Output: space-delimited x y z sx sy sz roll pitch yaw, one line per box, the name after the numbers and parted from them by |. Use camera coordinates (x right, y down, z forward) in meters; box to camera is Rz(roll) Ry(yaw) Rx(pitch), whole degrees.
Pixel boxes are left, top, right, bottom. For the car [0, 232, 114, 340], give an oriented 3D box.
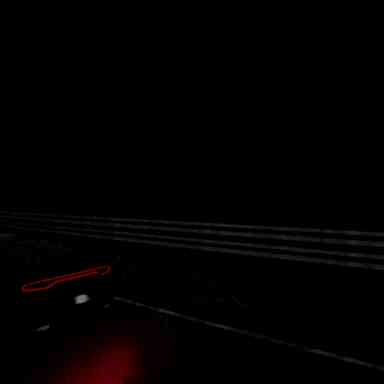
-3.727 1.550 6.705 5.008 1.535 1.882 0 0 36 | car
